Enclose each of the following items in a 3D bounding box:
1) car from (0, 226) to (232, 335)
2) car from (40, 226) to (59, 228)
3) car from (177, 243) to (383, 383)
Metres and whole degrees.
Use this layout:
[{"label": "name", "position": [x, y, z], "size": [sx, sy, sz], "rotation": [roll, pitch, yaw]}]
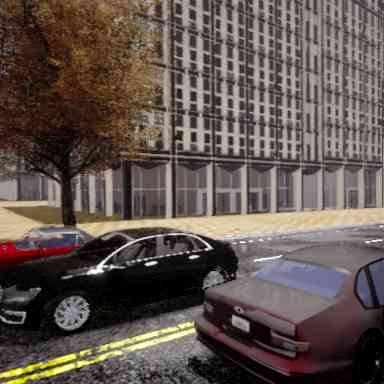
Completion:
[{"label": "car", "position": [-1.203, 1.518, 6.818], "size": [4.892, 1.490, 1.837], "rotation": [0, 0, -35]}, {"label": "car", "position": [-3.989, 1.610, 8.825], "size": [4.718, 1.301, 1.895], "rotation": [0, 0, -35]}, {"label": "car", "position": [2.601, 1.570, 5.295], "size": [5.357, 1.411, 2.033], "rotation": [0, 0, -36]}]
